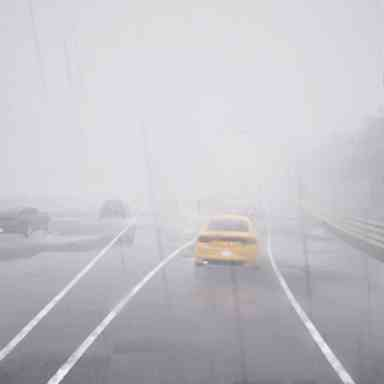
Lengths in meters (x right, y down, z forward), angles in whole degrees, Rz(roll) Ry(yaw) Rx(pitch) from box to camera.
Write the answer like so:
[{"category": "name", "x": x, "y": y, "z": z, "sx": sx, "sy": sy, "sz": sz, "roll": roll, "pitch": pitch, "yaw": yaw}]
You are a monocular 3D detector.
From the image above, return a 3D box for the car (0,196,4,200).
[{"category": "car", "x": -12.496, "y": 1.203, "z": 17.566, "sx": 2.150, "sy": 2.045, "sz": 5.566, "roll": 0, "pitch": 0, "yaw": -5}]

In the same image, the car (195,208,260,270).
[{"category": "car", "x": 1.307, "y": 1.540, "z": 11.466, "sx": 1.882, "sy": 1.535, "sz": 5.008, "roll": 2, "pitch": 0, "yaw": 9}]

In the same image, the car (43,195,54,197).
[{"category": "car", "x": -27.722, "y": 1.345, "z": 64.059, "sx": 2.033, "sy": 1.411, "sz": 5.357, "roll": 0, "pitch": 0, "yaw": -6}]

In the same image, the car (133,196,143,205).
[{"category": "car", "x": -9.405, "y": 1.406, "z": 56.955, "sx": 1.882, "sy": 1.535, "sz": 5.008, "roll": 0, "pitch": 0, "yaw": -6}]

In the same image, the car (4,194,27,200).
[{"category": "car", "x": -26.181, "y": 1.421, "z": 48.339, "sx": 2.033, "sy": 1.411, "sz": 5.357, "roll": 0, "pitch": 0, "yaw": -5}]

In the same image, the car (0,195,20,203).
[{"category": "car", "x": -34.628, "y": 1.311, "z": 62.784, "sx": 2.033, "sy": 1.411, "sz": 5.357, "roll": 0, "pitch": 0, "yaw": -6}]

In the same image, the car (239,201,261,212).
[{"category": "car", "x": 5.317, "y": 1.533, "z": 30.552, "sx": 1.812, "sy": 1.442, "sz": 4.674, "roll": 0, "pitch": 1, "yaw": 12}]

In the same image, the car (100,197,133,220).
[{"category": "car", "x": -6.655, "y": 1.387, "z": 29.066, "sx": 2.097, "sy": 1.767, "sz": 4.553, "roll": 0, "pitch": 0, "yaw": -5}]

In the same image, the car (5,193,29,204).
[{"category": "car", "x": -30.660, "y": 1.158, "z": 58.334, "sx": 2.097, "sy": 1.767, "sz": 4.553, "roll": 0, "pitch": 0, "yaw": -6}]

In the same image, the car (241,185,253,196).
[{"category": "car", "x": 11.270, "y": -0.072, "z": 66.801, "sx": 1.812, "sy": 1.442, "sz": 4.674, "roll": 0, "pitch": 3, "yaw": 6}]

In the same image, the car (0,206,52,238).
[{"category": "car", "x": -8.988, "y": 1.503, "z": 17.618, "sx": 1.837, "sy": 1.490, "sz": 4.892, "roll": 0, "pitch": 0, "yaw": -5}]
